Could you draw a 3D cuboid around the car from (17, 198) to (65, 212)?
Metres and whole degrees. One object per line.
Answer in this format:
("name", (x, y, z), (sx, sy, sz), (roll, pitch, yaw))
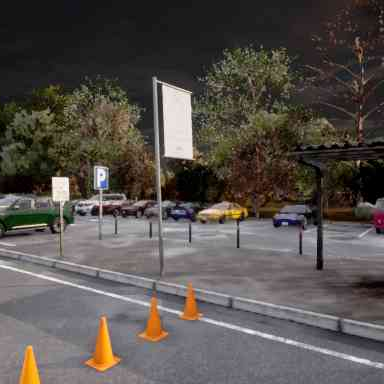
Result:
("car", (-17.952, 1.469, 39.657), (2.163, 1.488, 4.792), (0, 0, 35))

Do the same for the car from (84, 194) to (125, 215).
("car", (-8.872, 1.212, 33.269), (2.435, 2.045, 5.566), (0, 0, 35))

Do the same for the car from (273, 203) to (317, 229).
("car", (7.018, 1.513, 22.088), (2.163, 1.488, 4.792), (0, 0, 35))

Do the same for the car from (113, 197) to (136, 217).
("car", (-4.312, 1.469, 30.102), (2.097, 1.535, 5.008), (0, 0, 35))

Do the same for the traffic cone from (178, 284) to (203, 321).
("traffic cone", (-0.020, 1.957, 6.023), (0.340, 0.580, 0.340), (0, 0, 36))

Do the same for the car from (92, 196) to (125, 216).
("car", (-6.583, 1.466, 31.699), (2.097, 1.535, 5.008), (0, 0, 35))

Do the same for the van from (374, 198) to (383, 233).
("van", (11.641, 1.264, 19.013), (1.878, 1.987, 4.442), (0, 0, 35))

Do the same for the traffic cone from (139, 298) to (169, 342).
("traffic cone", (-0.596, 1.957, 5.207), (0.340, 0.580, 0.340), (0, 0, 35))

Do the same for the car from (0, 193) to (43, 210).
("car", (-22.496, 1.153, 42.855), (2.435, 2.045, 5.566), (0, 0, 35))

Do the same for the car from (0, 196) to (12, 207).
("car", (-29.184, 1.332, 47.823), (1.946, 1.575, 5.366), (1, 0, 35))

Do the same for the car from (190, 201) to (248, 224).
("car", (2.387, 1.475, 25.155), (1.946, 1.575, 5.366), (0, 0, 35))

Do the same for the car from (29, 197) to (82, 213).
("car", (-15.562, 1.444, 38.237), (1.946, 1.575, 5.366), (0, 0, 35))

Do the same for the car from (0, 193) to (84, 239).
("car", (-8.877, 1.221, 17.280), (2.435, 2.045, 5.566), (0, 0, 35))

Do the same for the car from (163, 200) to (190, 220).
("car", (0.241, 1.504, 26.927), (2.163, 1.488, 4.792), (0, 0, 35))

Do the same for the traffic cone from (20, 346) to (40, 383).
("traffic cone", (-1.747, 1.957, 3.575), (0.340, 0.580, 0.340), (0, 0, 35))

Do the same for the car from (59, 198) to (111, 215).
("car", (-11.129, 1.461, 34.884), (2.231, 1.521, 4.892), (0, 0, 35))

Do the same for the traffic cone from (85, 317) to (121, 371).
("traffic cone", (-1.172, 1.957, 4.391), (0.340, 0.580, 0.340), (0, 0, 35))

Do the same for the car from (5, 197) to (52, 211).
("car", (-20.195, 1.452, 41.306), (2.163, 1.488, 4.792), (0, 0, 35))

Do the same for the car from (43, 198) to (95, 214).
("car", (-13.400, 1.455, 36.483), (2.097, 1.535, 5.008), (0, 0, 35))

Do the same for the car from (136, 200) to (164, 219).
("car", (-2.042, 1.473, 28.506), (2.231, 1.521, 4.892), (0, 0, 35))
